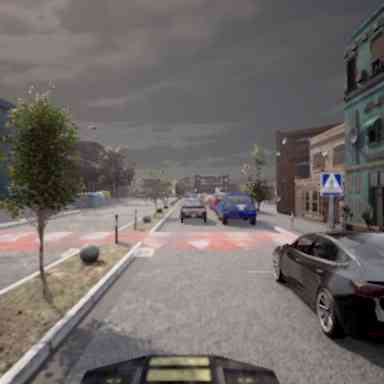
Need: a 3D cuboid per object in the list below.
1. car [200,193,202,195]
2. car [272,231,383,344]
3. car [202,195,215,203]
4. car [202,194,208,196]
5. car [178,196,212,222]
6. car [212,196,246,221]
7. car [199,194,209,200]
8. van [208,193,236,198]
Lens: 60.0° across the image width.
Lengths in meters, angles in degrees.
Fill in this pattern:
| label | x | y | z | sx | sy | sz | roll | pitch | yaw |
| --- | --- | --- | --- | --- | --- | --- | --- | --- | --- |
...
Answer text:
| label | x | y | z | sx | sy | sz | roll | pitch | yaw |
| --- | --- | --- | --- | --- | --- | --- | --- | --- | --- |
| car | 3.019 | 1.110 | 56.047 | 2.185 | 1.767 | 4.553 | 0 | 0 | 0 |
| car | 3.000 | 1.470 | 6.543 | 2.163 | 1.488 | 4.792 | 0 | 0 | 0 |
| car | 3.021 | 1.273 | 61.724 | 2.002 | 1.452 | 4.674 | 0 | 0 | 0 |
| car | 3.016 | 1.116 | 50.527 | 2.185 | 1.767 | 4.553 | 0 | 0 | 0 |
| car | 0.110 | 1.341 | 24.539 | 2.128 | 1.511 | 4.902 | 0 | 1 | 0 |
| car | 3.008 | 1.347 | 28.470 | 2.002 | 1.452 | 4.674 | 0 | 0 | 0 |
| car | 3.021 | 1.244 | 83.678 | 2.231 | 1.521 | 4.892 | 0 | 0 | 0 |
| van | 3.011 | 1.057 | 34.112 | 1.878 | 1.987 | 4.442 | 0 | 0 | 0 |
